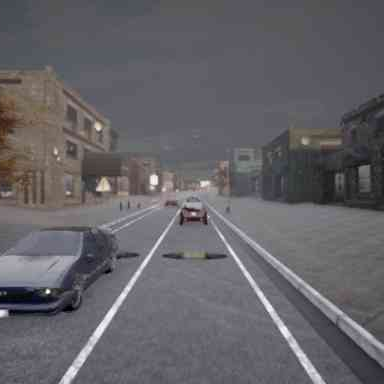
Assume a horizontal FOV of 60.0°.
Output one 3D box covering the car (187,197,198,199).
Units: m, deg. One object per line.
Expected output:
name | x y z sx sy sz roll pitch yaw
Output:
car | 0.114 1.391 42.482 2.033 1.649 4.856 0 0 0

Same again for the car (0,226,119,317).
car | -3.085 1.553 7.976 2.033 1.411 5.357 0 0 -1

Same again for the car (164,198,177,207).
car | -3.053 1.531 49.626 1.895 1.301 4.718 0 0 0

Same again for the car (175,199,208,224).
car | 0.108 1.507 24.732 2.163 1.488 4.792 0 0 0
